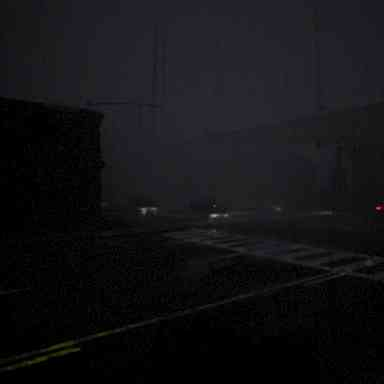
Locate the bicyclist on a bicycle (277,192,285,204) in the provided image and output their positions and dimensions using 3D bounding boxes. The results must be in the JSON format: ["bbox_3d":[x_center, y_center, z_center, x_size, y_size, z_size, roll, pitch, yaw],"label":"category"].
[{"bbox_3d":[12.462,0.884,46.613,1.656,1.620,0.582,-1,1,-36],"label":"bicyclist on a bicycle"}]

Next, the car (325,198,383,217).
[{"bbox_3d":[13.854,1.240,27.864,2.033,1.411,5.357,-1,0,-26],"label":"car"}]

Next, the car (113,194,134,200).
[{"bbox_3d":[-14.916,1.126,72.633,4.718,1.301,1.895,0,0,37],"label":"car"}]

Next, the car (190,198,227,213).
[{"bbox_3d":[1.540,1.294,33.548,1.812,1.442,4.674,-1,0,-35],"label":"car"}]

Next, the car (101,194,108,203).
[{"bbox_3d":[-17.808,1.282,60.753,1.882,1.535,5.008,-1,0,-39],"label":"car"}]

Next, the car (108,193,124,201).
[{"bbox_3d":[-17.164,1.076,69.951,4.892,1.490,1.837,0,0,37],"label":"car"}]

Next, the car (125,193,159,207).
[{"bbox_3d":[-6.897,1.247,45.383,1.882,1.535,5.008,-1,1,-35],"label":"car"}]

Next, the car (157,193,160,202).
[{"bbox_3d":[-8.138,1.003,65.309,2.097,1.767,4.553,-1,0,-39],"label":"car"}]
